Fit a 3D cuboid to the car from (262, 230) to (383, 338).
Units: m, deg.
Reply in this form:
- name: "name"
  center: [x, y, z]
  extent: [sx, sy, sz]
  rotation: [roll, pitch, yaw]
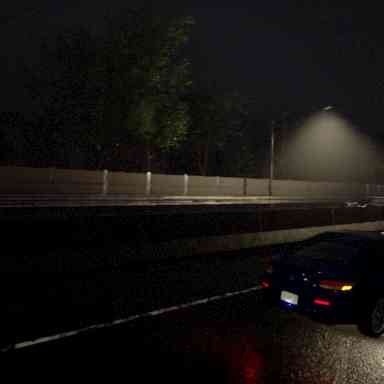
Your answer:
- name: "car"
  center: [3.348, 1.487, 6.526]
  extent: [4.674, 1.442, 1.812]
  rotation: [1, 1, -37]

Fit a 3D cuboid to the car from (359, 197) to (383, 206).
- name: "car"
  center: [21.878, 1.432, 38.263]
  extent: [5.357, 1.411, 2.033]
  rotation: [1, 1, -37]

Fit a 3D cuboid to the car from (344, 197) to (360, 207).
- name: "car"
  center: [21.146, 1.333, 42.082]
  extent: [4.674, 1.442, 1.812]
  rotation: [1, 1, -37]
